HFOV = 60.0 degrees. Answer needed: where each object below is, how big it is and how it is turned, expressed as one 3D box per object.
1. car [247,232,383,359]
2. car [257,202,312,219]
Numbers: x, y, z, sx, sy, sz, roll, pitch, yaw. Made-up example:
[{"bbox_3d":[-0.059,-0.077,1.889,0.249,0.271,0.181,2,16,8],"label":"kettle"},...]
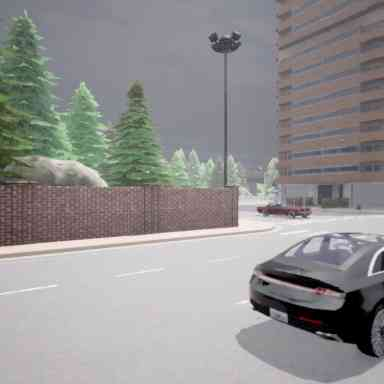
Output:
[{"bbox_3d":[3.170,1.491,6.003,4.902,1.511,2.128,0,0,-36],"label":"car"},{"bbox_3d":[7.979,1.545,28.982,1.895,1.301,4.718,0,0,-35],"label":"car"}]
